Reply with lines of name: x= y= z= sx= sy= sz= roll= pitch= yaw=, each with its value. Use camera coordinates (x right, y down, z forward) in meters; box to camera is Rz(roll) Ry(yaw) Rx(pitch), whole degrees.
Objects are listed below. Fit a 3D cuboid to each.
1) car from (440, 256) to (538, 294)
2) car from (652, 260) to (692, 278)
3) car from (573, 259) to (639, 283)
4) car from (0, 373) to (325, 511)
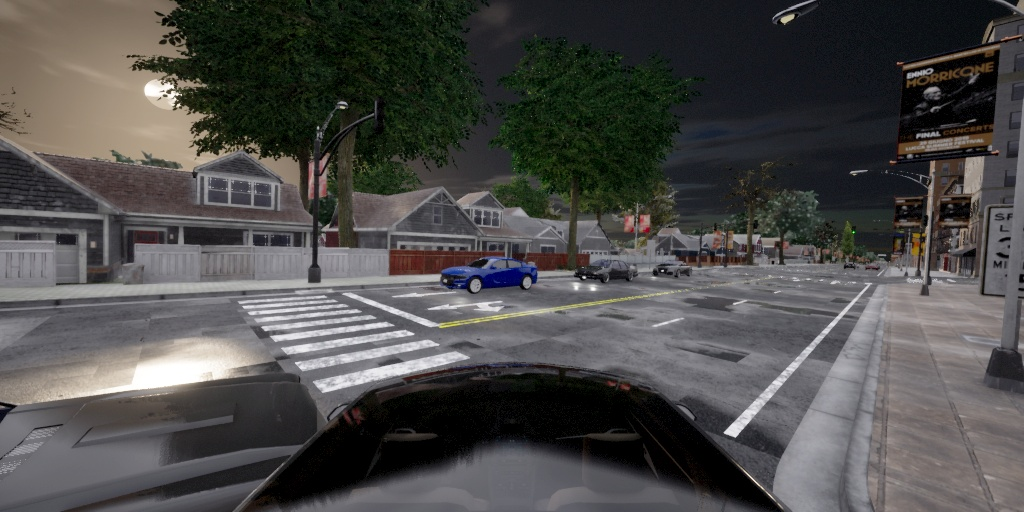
car: x=-0.943 y=0.778 z=16.588 sx=5.008 sy=1.535 sz=1.882 roll=1 pitch=2 yaw=-43
car: x=13.580 y=1.029 z=30.262 sx=4.181 sy=1.385 sz=1.994 roll=1 pitch=2 yaw=-44
car: x=6.302 y=0.928 z=23.424 sx=5.357 sy=1.411 sz=2.033 roll=1 pitch=2 yaw=-43
car: x=-3.318 y=1.273 z=1.430 sx=4.718 sy=1.301 sz=1.895 roll=1 pitch=2 yaw=-33
